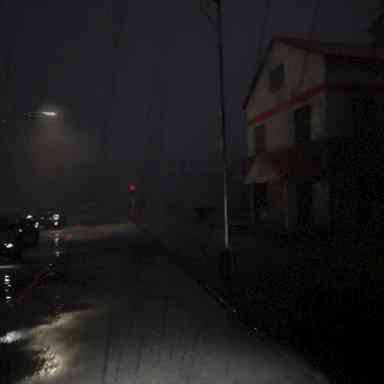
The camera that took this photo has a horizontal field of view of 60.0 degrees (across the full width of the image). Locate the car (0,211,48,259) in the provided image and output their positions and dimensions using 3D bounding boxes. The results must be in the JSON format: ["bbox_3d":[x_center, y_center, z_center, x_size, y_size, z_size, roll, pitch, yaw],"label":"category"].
[{"bbox_3d":[-7.601,1.789,13.713,2.033,1.411,5.357,-2,0,-15],"label":"car"}]

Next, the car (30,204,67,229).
[{"bbox_3d":[-10.207,1.676,23.586,2.097,1.767,4.553,-2,0,-14],"label":"car"}]

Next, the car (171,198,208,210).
[{"bbox_3d":[-0.409,1.483,42.736,5.008,1.535,1.882,-2,0,-16],"label":"car"}]
